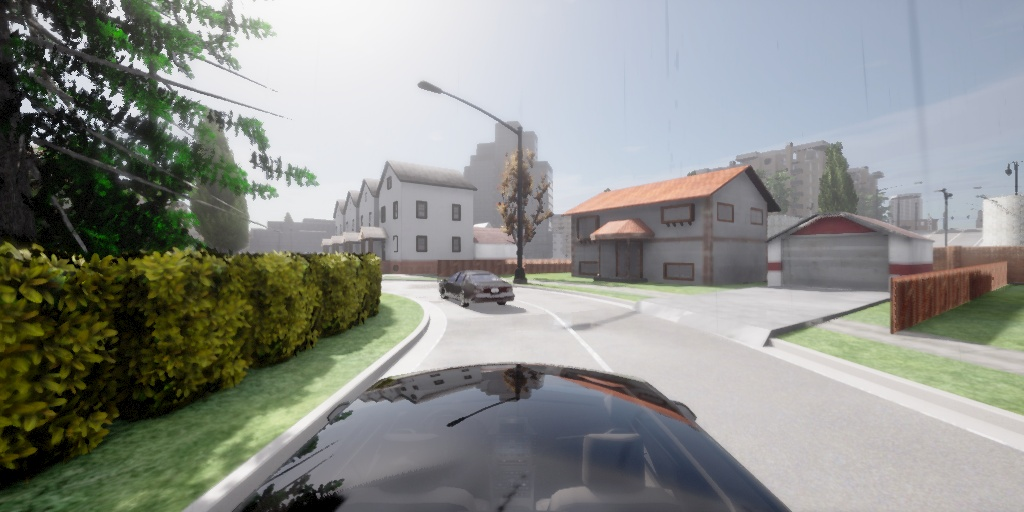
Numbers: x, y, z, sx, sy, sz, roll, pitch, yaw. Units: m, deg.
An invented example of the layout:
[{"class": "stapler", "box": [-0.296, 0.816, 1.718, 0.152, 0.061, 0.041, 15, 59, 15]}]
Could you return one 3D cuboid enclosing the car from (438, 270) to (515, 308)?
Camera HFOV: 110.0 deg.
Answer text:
[{"class": "car", "box": [-1.705, 1.313, 15.448, 2.033, 1.411, 5.357, 0, 0, -25]}]
